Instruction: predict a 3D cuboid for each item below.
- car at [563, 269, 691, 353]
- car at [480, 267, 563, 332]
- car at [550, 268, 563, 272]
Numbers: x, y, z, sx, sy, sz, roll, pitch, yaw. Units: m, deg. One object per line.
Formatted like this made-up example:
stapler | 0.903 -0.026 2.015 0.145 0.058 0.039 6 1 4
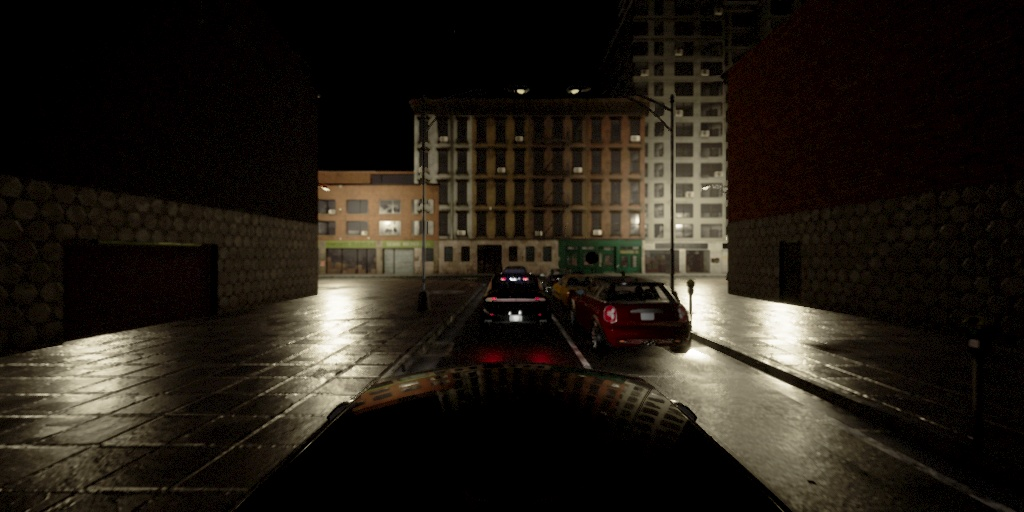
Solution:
car | 2.628 1.203 8.893 1.967 1.591 4.097 0 0 0
car | 0.088 1.259 10.905 2.128 1.511 4.902 0 0 0
car | 2.620 1.298 14.539 1.751 1.417 4.829 0 0 0
